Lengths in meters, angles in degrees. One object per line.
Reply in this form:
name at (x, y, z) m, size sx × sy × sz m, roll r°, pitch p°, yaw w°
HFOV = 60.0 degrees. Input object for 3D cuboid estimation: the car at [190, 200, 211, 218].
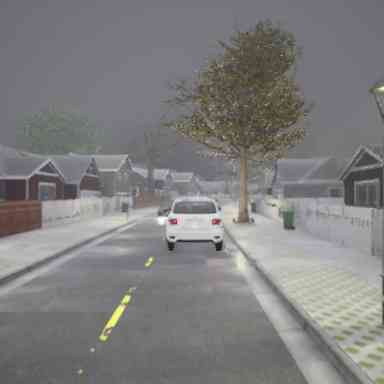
car at (0.901, 1.560, 31.918) m, size 1.812 × 1.442 × 4.674 m, roll 0°, pitch 0°, yaw 5°

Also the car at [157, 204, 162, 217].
car at (-2.055, 1.603, 31.944) m, size 1.994 × 1.385 × 4.181 m, roll 0°, pitch 0°, yaw 5°

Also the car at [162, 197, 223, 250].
car at (0.130, 1.237, 14.560) m, size 2.150 × 2.045 × 5.566 m, roll 0°, pitch 0°, yaw 1°

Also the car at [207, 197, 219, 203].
car at (4.590, 1.727, 72.668) m, size 1.895 × 1.301 × 4.718 m, roll 0°, pitch 0°, yaw 13°
